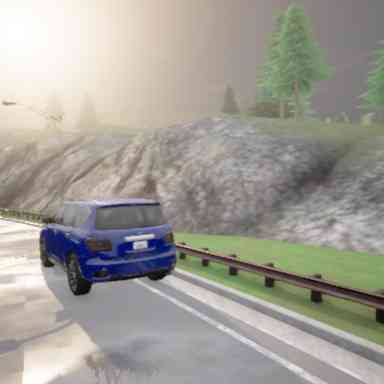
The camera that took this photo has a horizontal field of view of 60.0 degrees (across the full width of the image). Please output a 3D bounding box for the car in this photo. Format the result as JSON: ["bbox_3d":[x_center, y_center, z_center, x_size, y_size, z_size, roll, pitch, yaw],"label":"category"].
[{"bbox_3d":[-2.555,1.179,8.975,2.150,2.045,5.566,-1,1,-34],"label":"car"}]
